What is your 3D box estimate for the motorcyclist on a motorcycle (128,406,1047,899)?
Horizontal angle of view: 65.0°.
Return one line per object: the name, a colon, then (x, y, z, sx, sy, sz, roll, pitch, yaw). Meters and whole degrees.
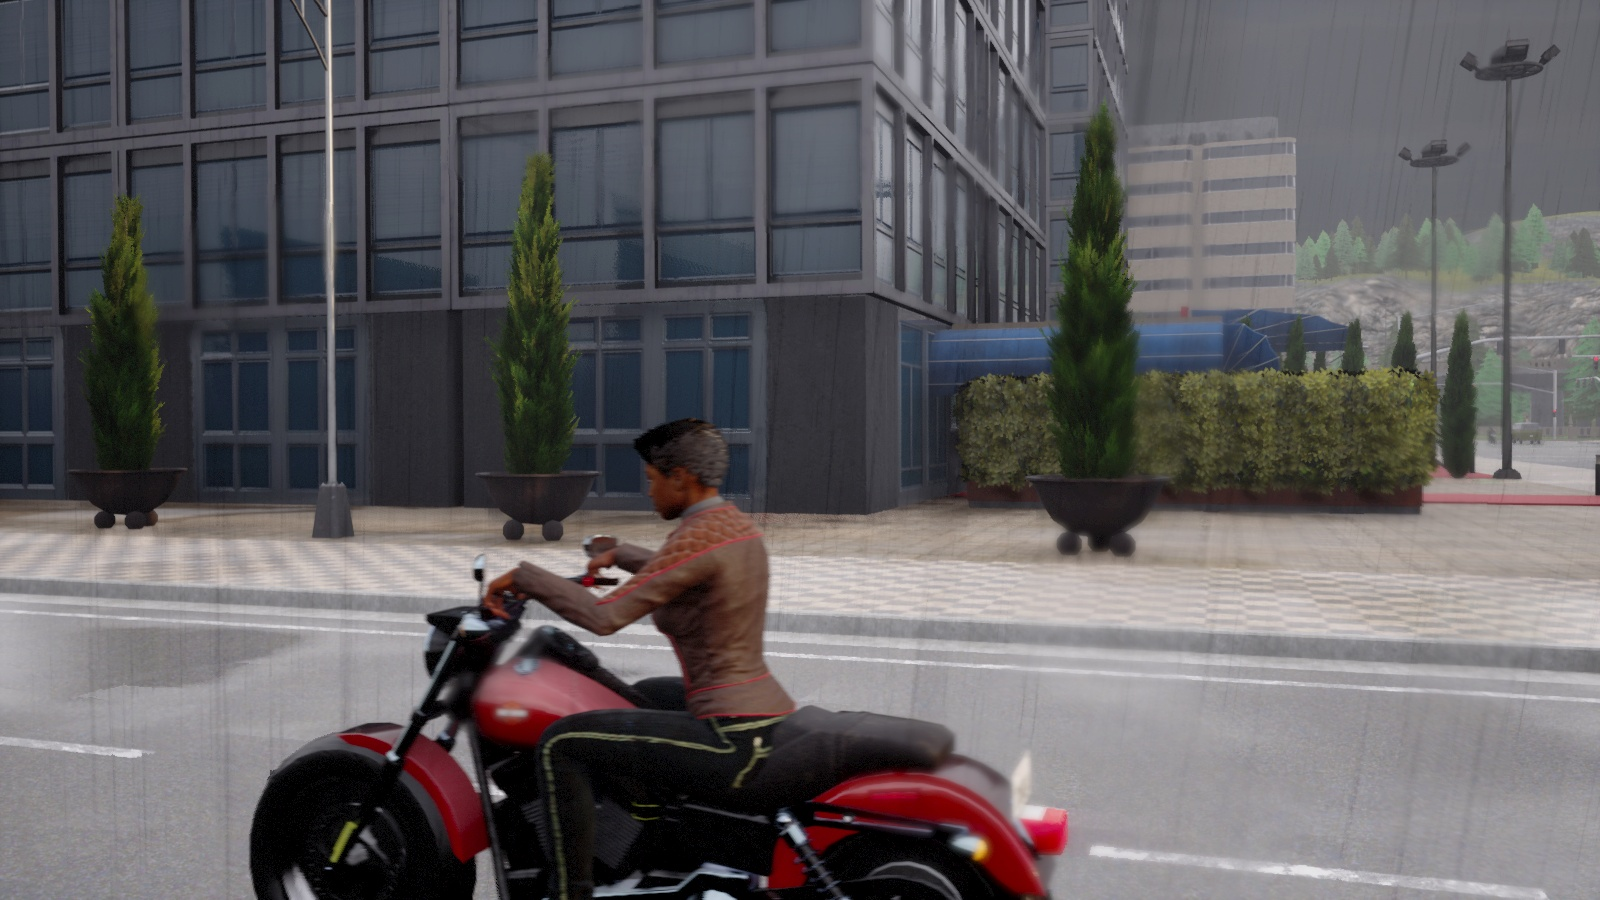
motorcyclist on a motorcycle: (-0.575, 0.721, 3.385, 2.350, 1.649, 0.766, 0, 1, 19)
